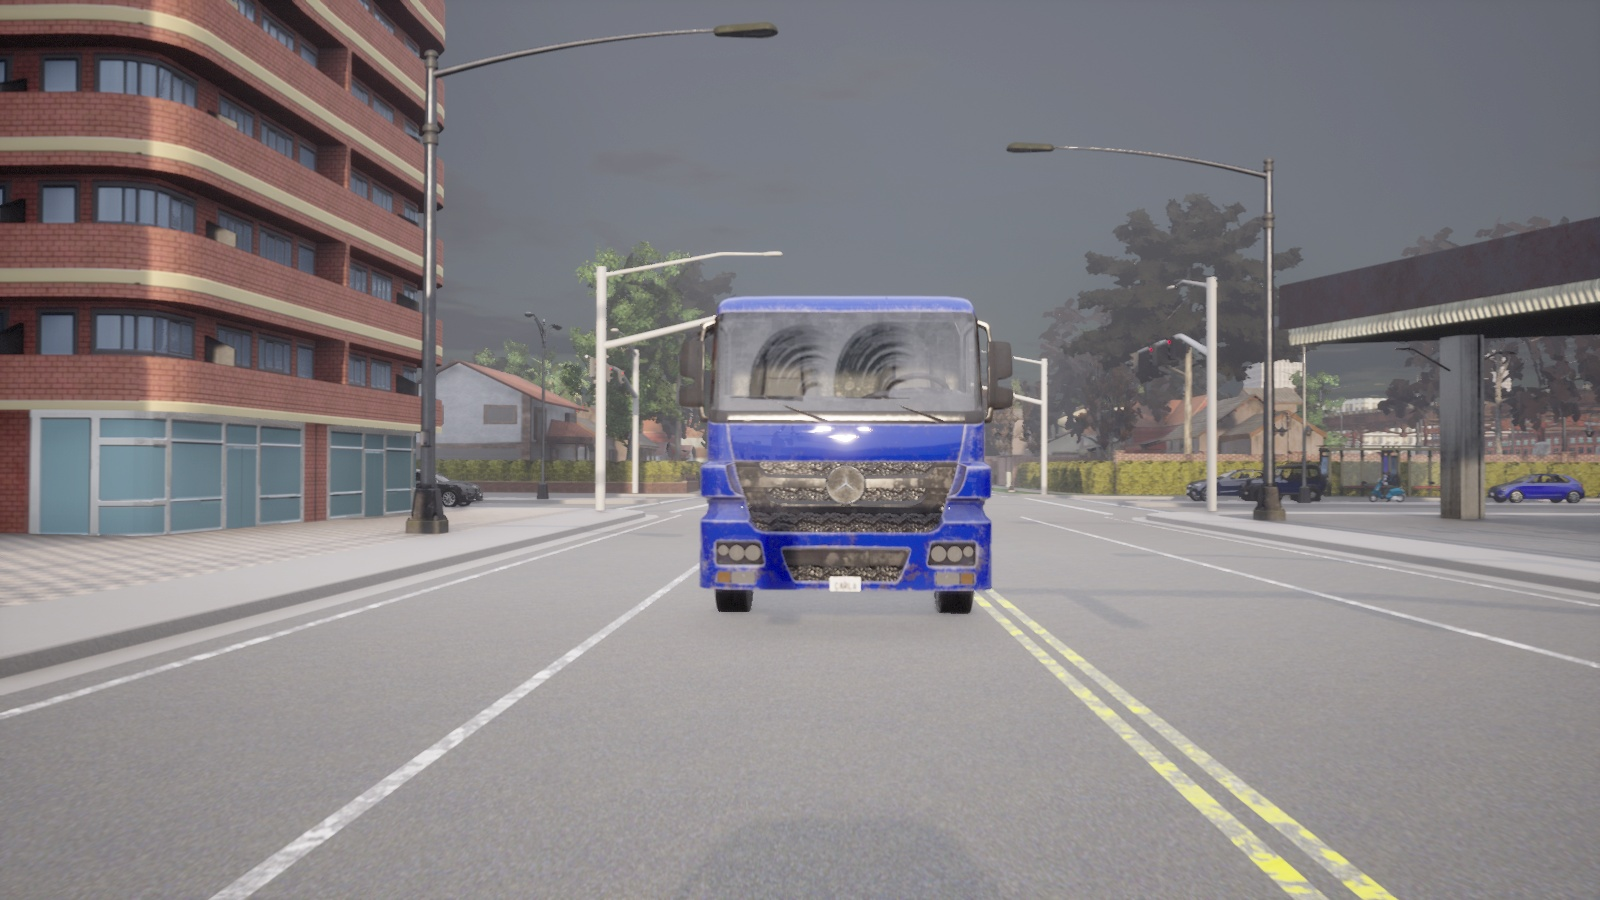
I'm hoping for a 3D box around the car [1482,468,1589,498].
[{"bbox_3d":[36.496,1.622,62.357,4.193,1.474,1.816,0,-1,3],"label":"car"}]

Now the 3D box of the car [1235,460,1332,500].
[{"bbox_3d":[22.838,1.417,59.465,3.866,1.878,1.905,0,-1,3],"label":"car"}]

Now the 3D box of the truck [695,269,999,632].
[{"bbox_3d":[0.550,0.070,15.981,2.891,3.462,7.936,0,-1,2],"label":"truck"}]

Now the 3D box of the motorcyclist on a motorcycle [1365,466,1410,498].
[{"bbox_3d":[29.319,1.597,62.680,1.817,1.590,0.866,0,-1,2],"label":"motorcyclist on a motorcycle"}]

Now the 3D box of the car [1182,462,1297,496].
[{"bbox_3d":[21.990,1.457,63.029,5.027,1.651,2.152,0,-1,2],"label":"car"}]

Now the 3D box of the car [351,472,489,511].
[{"bbox_3d":[-15.039,1.635,49.796,4.892,1.490,1.837,0,-1,4],"label":"car"}]
